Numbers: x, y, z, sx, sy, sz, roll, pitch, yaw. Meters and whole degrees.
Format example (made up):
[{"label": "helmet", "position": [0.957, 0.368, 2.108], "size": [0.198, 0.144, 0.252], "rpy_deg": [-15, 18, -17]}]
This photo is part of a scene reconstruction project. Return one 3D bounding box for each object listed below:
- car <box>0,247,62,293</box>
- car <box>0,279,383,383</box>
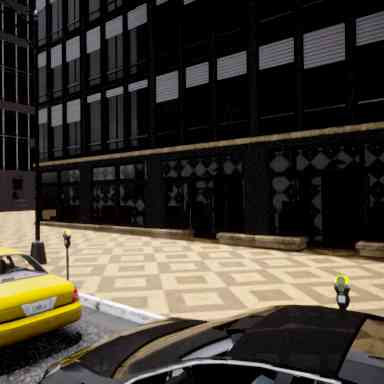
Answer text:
[{"label": "car", "position": [-3.957, 1.527, 5.877], "size": [4.829, 1.417, 1.752], "rpy_deg": [0, -1, 35]}, {"label": "car", "position": [0.677, 1.566, 2.363], "size": [4.313, 1.339, 1.947], "rpy_deg": [0, -1, 35]}]
